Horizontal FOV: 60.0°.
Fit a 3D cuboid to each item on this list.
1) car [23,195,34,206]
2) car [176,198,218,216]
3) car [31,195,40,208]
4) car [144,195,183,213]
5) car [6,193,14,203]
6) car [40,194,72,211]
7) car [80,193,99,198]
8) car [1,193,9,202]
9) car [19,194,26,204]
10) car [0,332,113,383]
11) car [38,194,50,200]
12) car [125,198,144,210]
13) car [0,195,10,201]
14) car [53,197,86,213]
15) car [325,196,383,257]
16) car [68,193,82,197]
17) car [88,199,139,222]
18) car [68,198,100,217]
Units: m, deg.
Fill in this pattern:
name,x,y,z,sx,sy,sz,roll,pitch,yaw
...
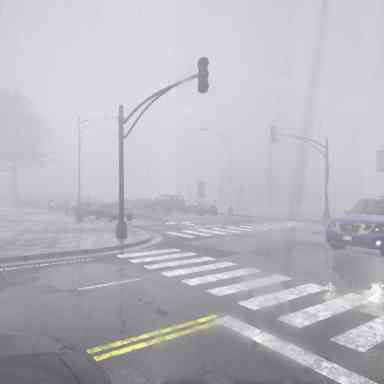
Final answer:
name,x,y,z,sx,sy,sz,roll,pitch,yaw
car,-22.740,1.392,48.371,1.752,1.417,4.829,0,0,-36
car,0.708,1.482,30.807,1.802,1.307,4.206,0,0,-36
car,-19.507,1.461,43.961,1.802,1.307,4.206,0,0,-36
car,-2.627,1.196,35.354,2.192,1.841,5.009,0,0,-36
car,-32.845,1.380,62.153,1.887,1.381,4.507,0,0,-36
car,-16.172,1.333,39.412,1.967,1.590,4.097,0,0,-36
car,-15.963,1.365,53.544,1.887,1.381,4.507,0,0,-36
car,-36.180,1.141,66.701,2.192,1.841,5.009,0,0,-36
car,-26.176,1.421,53.057,1.947,1.339,4.313,0,0,-36
car,-2.723,1.505,1.487,4.892,1.490,1.837,0,0,-37
car,-36.067,1.289,80.967,1.752,1.417,4.829,0,0,-36
car,-5.961,1.429,39.902,1.947,1.339,4.313,0,0,-36
car,-42.847,1.391,75.797,1.802,1.307,4.206,0,0,-36
car,-12.838,1.491,34.865,1.802,1.307,4.206,0,0,-36
car,7.580,1.210,13.035,5.566,2.045,2.150,0,0,-36
car,-19.297,1.125,58.091,2.192,1.841,5.009,0,0,-36
car,-6.169,1.512,25.768,1.947,1.339,4.313,0,0,-36
car,-9.504,1.492,30.317,1.947,1.339,4.313,0,0,-36
